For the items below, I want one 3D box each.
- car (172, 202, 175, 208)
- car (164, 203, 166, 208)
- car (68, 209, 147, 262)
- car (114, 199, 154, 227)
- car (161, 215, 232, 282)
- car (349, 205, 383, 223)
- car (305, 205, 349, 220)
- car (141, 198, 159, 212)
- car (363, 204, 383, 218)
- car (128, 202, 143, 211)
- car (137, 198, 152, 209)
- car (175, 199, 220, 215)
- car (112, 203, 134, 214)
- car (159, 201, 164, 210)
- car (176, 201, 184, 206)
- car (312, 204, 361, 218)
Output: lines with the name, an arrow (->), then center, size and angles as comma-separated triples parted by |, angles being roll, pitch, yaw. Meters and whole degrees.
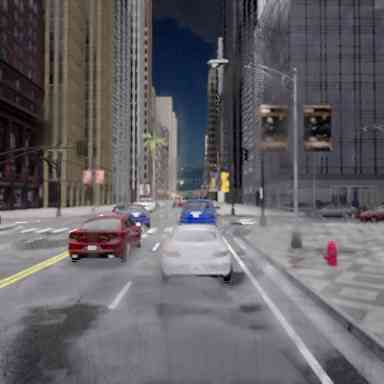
car -> -3.124, 2.646, 71.002 | 1.812, 1.442, 4.674 | 0, -1, 0
car -> -6.387, 2.578, 67.235 | 1.812, 1.442, 4.674 | 0, -1, 0
car -> -3.126, 1.637, 12.898 | 1.882, 1.535, 5.008 | 0, -1, 0
car -> -4.638, 1.676, 25.108 | 2.097, 1.767, 4.553 | 0, -1, -21
car -> 0.116, 1.648, 10.045 | 1.812, 1.442, 4.674 | 0, -1, 0
car -> 15.361, 1.847, 26.744 | 4.206, 1.307, 1.802 | 0, -1, -1
car -> 13.253, 1.962, 32.485 | 4.181, 1.385, 1.994 | 0, -1, -1
car -> -6.518, 1.930, 47.571 | 2.150, 2.045, 5.566 | 0, -1, 0
car -> 20.885, 1.999, 35.345 | 4.313, 1.339, 1.947 | 0, -1, -1
car -> -9.722, 2.403, 57.437 | 1.812, 1.442, 4.674 | 0, -1, 1
car -> -9.636, 2.290, 68.013 | 2.150, 2.045, 5.566 | 0, -1, 0
car -> 0.596, 1.505, 22.244 | 2.150, 2.045, 5.566 | 0, 0, 8
car -> -9.767, 2.255, 47.529 | 2.033, 1.411, 5.357 | 0, -1, 0
car -> -6.473, 2.380, 57.279 | 1.837, 1.490, 4.892 | 0, -1, 1
car -> -3.104, 2.971, 87.134 | 1.994, 1.385, 4.181 | 0, -1, 0
car -> 15.245, 2.017, 35.267 | 4.313, 1.339, 1.947 | 0, -1, -1
